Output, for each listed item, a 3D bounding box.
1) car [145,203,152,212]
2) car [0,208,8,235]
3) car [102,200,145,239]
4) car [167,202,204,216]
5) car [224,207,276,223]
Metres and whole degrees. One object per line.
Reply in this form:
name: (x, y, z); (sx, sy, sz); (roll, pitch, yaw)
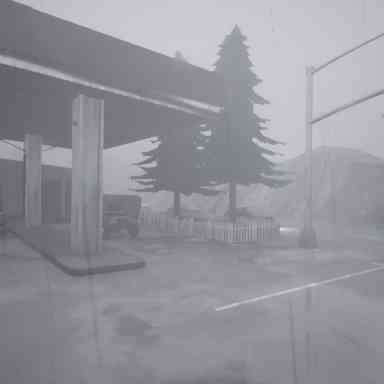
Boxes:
car: (-6.580, 1.654, 40.204); (1.812, 1.442, 4.674); (1, 0, -35)
car: (-11.639, 1.520, 18.489); (2.242, 1.667, 4.611); (1, 0, -36)
car: (-4.508, 1.446, 18.283); (1.905, 1.878, 3.866); (1, 0, -36)
car: (-0.712, 1.722, 31.878); (1.812, 1.442, 4.674); (1, 0, -35)
car: (4.207, 1.818, 24.881); (1.994, 1.385, 4.181); (1, 0, -35)
